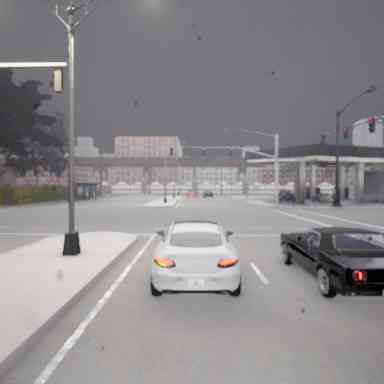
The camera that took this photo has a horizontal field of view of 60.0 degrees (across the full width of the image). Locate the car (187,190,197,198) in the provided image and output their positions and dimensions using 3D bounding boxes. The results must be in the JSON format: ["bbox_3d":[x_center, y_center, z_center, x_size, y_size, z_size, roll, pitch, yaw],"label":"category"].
[{"bbox_3d":[-0.001,0.316,72.367,2.097,1.767,4.553,0,1,0],"label":"car"}]

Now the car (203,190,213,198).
[{"bbox_3d":[3.499,0.323,72.367,2.097,1.767,4.553,0,1,0],"label":"car"}]

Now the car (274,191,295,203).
[{"bbox_3d":[13.210,0.644,47.725,2.242,1.667,4.611,0,1,0],"label":"car"}]

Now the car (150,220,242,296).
[{"bbox_3d":[0.082,1.409,8.189,1.812,1.442,4.674,0,1,0],"label":"car"}]

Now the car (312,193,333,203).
[{"bbox_3d":[18.955,0.806,48.490,1.970,1.475,3.806,0,1,0],"label":"car"}]

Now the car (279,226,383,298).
[{"bbox_3d":[3.587,1.491,8.174,1.895,1.301,4.718,0,1,0],"label":"car"}]
